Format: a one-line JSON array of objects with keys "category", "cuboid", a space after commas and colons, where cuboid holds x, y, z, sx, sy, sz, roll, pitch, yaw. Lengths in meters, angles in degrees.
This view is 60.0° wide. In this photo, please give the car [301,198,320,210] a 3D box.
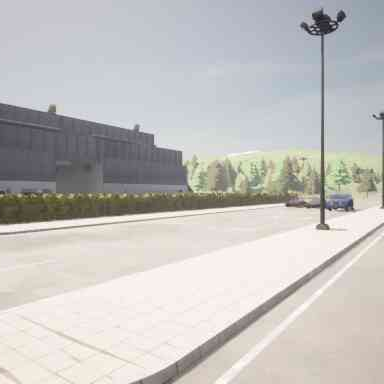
[{"category": "car", "cuboid": [16.454, 1.547, 43.604, 2.033, 1.411, 5.357, 0, 0, 35]}]

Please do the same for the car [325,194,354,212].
[{"category": "car", "cuboid": [17.483, 1.221, 38.996, 2.150, 2.045, 5.566, 0, 0, 35]}]

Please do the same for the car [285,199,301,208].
[{"category": "car", "cuboid": [14.831, 1.601, 47.378, 1.895, 1.301, 4.718, 0, 0, 35]}]
